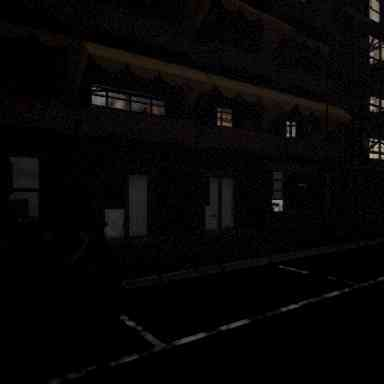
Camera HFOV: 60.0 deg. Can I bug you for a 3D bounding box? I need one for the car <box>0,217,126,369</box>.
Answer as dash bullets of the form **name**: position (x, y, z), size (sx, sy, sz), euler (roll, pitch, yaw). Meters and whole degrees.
- **car**: position (-3.305, 1.312, 4.201), size (5.009, 1.841, 2.192), euler (0, 0, -35)
